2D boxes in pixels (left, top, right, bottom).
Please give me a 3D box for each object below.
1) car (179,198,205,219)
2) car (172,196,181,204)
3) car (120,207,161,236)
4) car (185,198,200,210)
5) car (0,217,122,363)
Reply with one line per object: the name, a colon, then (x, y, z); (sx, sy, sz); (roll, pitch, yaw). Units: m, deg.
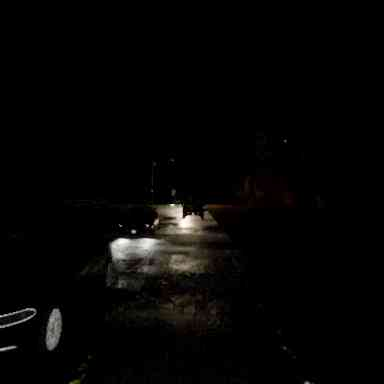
car: (0.094, 1.528, 29.434); (1.837, 1.490, 4.892); (0, 0, 0)
car: (-2.786, 1.536, 62.859); (1.882, 1.535, 5.008); (0, 0, 0)
car: (-2.845, 1.561, 18.908); (2.033, 1.411, 5.357); (0, 0, 0)
car: (0.062, 1.597, 44.510); (1.994, 1.385, 4.181); (0, 0, 0)
car: (-2.849, 1.482, 6.263); (1.882, 1.535, 5.008); (0, 0, 0)
